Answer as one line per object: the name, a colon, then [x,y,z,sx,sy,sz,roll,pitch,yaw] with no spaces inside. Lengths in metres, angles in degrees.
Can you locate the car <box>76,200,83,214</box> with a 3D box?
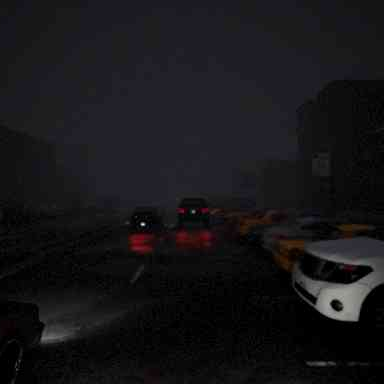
car: [-15.792,1.997,39.138,4.674,1.452,2.002,0,-1,0]

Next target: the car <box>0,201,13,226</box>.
car: [-15.791,1.438,22.598,5.566,2.045,2.435,0,-1,0]

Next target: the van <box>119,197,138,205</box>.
van: [-15.994,2.226,83.384,4.442,1.987,1.878,0,-1,0]

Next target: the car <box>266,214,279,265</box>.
car: [4.896,1.499,8.593,5.366,1.575,1.946,0,0,0]

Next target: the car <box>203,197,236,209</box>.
car: [4.778,1.953,58.604,5.566,2.045,2.435,0,-1,0]

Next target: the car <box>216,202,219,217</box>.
car: [4.740,1.803,28.032,4.792,1.488,2.163,0,-1,0]

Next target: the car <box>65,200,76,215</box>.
car: [-15.974,1.912,36.382,5.366,1.575,1.946,0,-1,0]

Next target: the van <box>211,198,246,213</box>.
van: [4.834,1.808,44.586,4.442,1.987,1.878,0,-1,0]

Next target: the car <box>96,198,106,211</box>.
car: [-15.782,1.820,47.417,5.566,2.045,2.435,0,-1,0]

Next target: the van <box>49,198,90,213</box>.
van: [-15.683,1.771,41.901,4.442,1.987,1.878,0,-1,0]

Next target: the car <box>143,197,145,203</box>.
car: [-15.859,2.561,88.770,4.792,1.488,2.163,0,-1,0]

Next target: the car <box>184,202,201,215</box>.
car: [0.105,2.077,42.909,2.033,1.411,5.357,0,-1,0]

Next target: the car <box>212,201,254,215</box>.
car: [4.705,1.821,30.812,5.008,1.535,2.097,0,-1,0]

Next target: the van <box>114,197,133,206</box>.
van: [-15.741,2.104,72.237,4.442,1.987,1.878,0,0,0]

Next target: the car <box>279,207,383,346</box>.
car: [4.682,1.236,5.815,5.566,2.045,2.435,0,0,0]

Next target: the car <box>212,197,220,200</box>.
car: [4.681,1.701,39.034,5.566,2.045,2.435,0,-1,0]

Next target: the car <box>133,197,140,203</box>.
car: [-15.839,2.131,77.748,5.566,2.045,2.435,0,-1,0]

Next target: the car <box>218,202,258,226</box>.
car: [4.717,1.727,25.254,4.892,1.521,2.231,0,-1,0]

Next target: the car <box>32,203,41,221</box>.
car: [-15.742,1.656,28.110,4.553,1.767,2.185,0,-1,0]

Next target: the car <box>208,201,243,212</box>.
car: [4.713,2.072,47.365,4.892,1.521,2.231,0,-1,0]

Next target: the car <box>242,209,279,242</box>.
car: [4.713,1.591,14.024,4.674,1.452,2.002,0,-1,0]

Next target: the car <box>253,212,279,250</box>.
car: [4.708,1.563,11.366,4.674,1.452,2.002,0,-1,0]

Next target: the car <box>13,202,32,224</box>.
car: [-15.740,1.484,25.355,5.566,2.045,2.435,0,-1,0]

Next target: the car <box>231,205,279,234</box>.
car: [4.896,1.585,16.795,5.366,1.575,1.946,0,-1,0]

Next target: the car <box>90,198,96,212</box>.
car: [-15.836,1.910,44.657,4.553,1.767,2.185,0,-1,0]

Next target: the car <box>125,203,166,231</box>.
car: [-2.899,1.696,22.083,1.837,1.490,4.892,0,-1,0]

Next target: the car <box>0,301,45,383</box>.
car: [-2.900,1.547,2.011,2.033,1.411,5.357,0,0,0]

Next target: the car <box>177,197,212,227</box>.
car: [0.098,1.454,24.593,2.150,2.045,5.566,0,-1,0]

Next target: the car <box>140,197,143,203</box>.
car: [-15.889,2.489,86.015,5.008,1.535,2.097,0,-1,0]

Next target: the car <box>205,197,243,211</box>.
car: [4.754,1.857,50.268,5.566,2.045,2.435,0,-1,0]

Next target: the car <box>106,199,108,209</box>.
car: [-15.786,2.137,50.171,4.792,1.488,2.163,0,-1,0]

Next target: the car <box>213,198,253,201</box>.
car: [4.742,1.742,33.593,4.553,1.767,2.185,0,-1,0]

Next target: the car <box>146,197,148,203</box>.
car: [-15.905,2.629,94.282,4.892,1.521,2.231,0,-1,0]

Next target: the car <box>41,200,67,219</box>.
car: [-15.969,1.869,33.623,5.366,1.575,1.946,0,-1,0]

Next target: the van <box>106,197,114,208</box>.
van: [-15.942,1.947,55.692,4.442,1.987,1.878,0,-1,0]
